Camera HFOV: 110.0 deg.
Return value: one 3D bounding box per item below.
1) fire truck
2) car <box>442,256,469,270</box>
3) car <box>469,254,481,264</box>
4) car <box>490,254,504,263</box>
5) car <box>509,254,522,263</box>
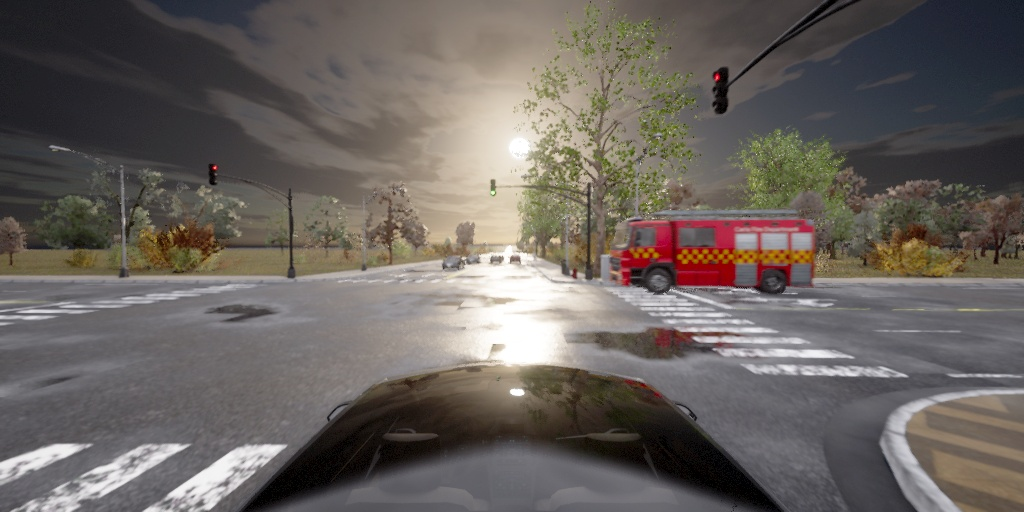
[{"bbox_3d":[9.257,-0.201,17.352,8.468,3.827,2.891,0,2,3],"label":"fire truck"},{"bbox_3d":[-6.375,0.738,39.132,2.128,1.511,4.902,0,1,1],"label":"car"},{"bbox_3d":[-6.041,0.499,56.460,2.128,1.511,4.902,0,1,1],"label":"car"},{"bbox_3d":[-2.681,0.444,60.375,2.128,1.511,4.902,0,1,1],"label":"car"},{"bbox_3d":[0.568,0.431,60.320,1.882,1.535,5.008,0,1,1],"label":"car"}]
